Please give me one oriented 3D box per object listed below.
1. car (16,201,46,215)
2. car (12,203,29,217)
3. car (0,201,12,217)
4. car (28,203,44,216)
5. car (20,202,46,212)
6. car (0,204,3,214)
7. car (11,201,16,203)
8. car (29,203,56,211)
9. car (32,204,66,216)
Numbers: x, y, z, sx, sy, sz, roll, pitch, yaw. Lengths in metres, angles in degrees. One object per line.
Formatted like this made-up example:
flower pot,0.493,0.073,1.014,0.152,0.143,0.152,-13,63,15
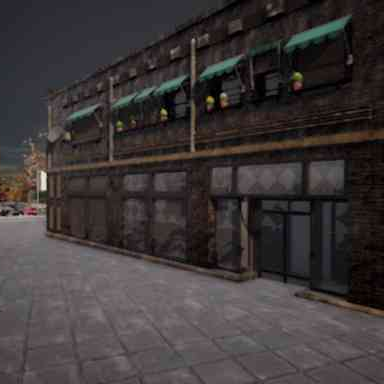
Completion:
car,-23.638,2.681,50.422,4.553,1.767,2.185,0,-2,17
car,-25.181,2.625,45.063,4.792,1.488,2.163,0,-2,17
car,-25.976,2.353,42.401,4.553,1.767,2.185,0,-2,17
car,-24.438,2.734,47.748,4.792,1.488,2.163,0,-2,17
car,-32.215,2.995,67.362,4.553,1.767,2.185,0,-1,17
car,-35.212,2.832,56.611,5.366,1.575,1.946,0,-2,17
car,-34.595,2.918,59.336,5.008,1.535,2.097,0,-2,17
car,-31.382,3.172,70.017,5.008,1.535,2.097,0,-1,17
car,-22.840,2.772,53.084,4.553,1.767,2.185,0,-2,17
